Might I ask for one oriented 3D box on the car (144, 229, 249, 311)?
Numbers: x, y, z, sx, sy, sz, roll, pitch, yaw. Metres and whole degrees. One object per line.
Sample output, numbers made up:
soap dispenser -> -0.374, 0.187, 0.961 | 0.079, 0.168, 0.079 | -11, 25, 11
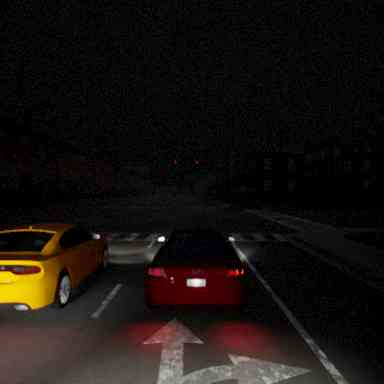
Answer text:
car -> 0.107, 1.554, 7.828 | 1.994, 1.385, 4.181 | 0, 0, 1

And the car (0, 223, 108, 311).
car -> -3.385, 1.467, 7.859 | 1.882, 1.535, 5.008 | 0, 0, 0
